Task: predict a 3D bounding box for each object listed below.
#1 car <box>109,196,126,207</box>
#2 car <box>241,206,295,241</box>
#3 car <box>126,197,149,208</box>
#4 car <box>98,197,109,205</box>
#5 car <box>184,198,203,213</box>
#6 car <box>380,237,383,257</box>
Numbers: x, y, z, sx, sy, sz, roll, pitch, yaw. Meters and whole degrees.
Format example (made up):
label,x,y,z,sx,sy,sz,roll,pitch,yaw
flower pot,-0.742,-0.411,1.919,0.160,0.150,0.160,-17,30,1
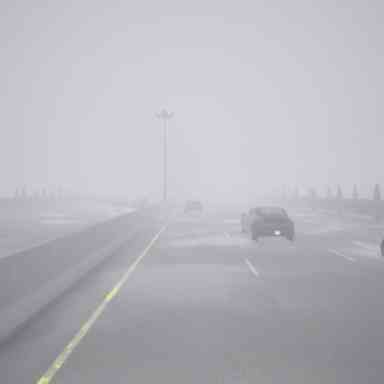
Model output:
label,x,y,z,sx,sy,sz,roll,pitch,yaw
car,-10.526,1.388,49.647,1.837,1.490,4.892,0,0,0
car,3.614,1.459,16.461,1.837,1.490,4.892,0,0,0
car,-7.038,1.380,45.257,2.128,1.511,4.902,0,0,0
car,-14.007,1.477,54.952,1.895,1.301,4.718,0,0,1
car,0.130,1.397,35.301,2.128,1.511,4.902,0,0,0
car,7.108,1.500,9.006,1.812,1.442,4.674,0,0,0
